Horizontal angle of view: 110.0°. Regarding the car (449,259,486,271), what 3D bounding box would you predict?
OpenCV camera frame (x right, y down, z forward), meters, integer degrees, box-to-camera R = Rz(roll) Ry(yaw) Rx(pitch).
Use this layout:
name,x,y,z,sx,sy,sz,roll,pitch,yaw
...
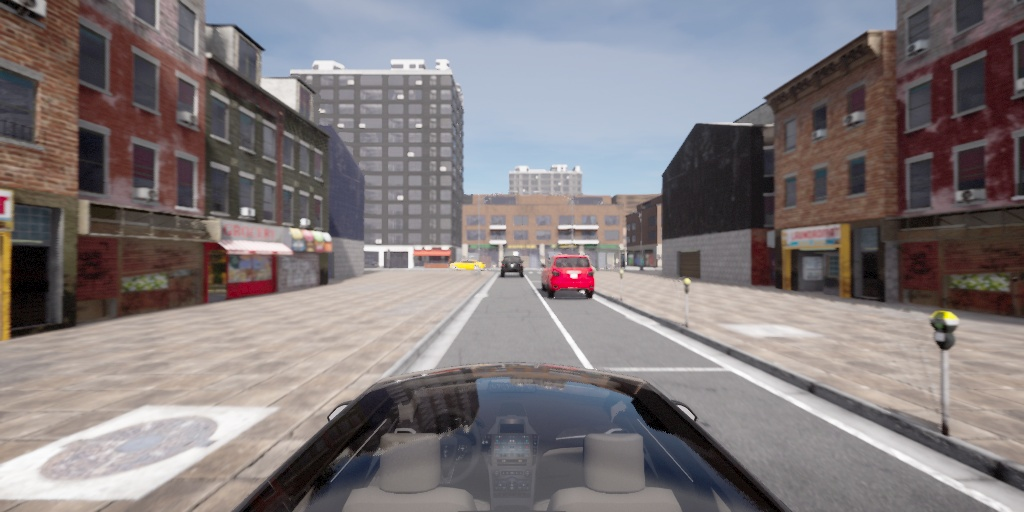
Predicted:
name,x,y,z,sx,sy,sz,roll,pitch,yaw
car,-6.175,1.243,49.683,5.008,1.535,1.882,0,-1,8

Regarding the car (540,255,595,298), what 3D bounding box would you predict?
name,x,y,z,sx,sy,sz,roll,pitch,yaw
car,2.751,0.968,18.577,2.150,2.045,5.566,0,0,0

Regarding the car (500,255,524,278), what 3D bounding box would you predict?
name,x,y,z,sx,sy,sz,roll,pitch,yaw
car,0.013,0.968,34.527,2.150,2.045,5.566,0,0,0
